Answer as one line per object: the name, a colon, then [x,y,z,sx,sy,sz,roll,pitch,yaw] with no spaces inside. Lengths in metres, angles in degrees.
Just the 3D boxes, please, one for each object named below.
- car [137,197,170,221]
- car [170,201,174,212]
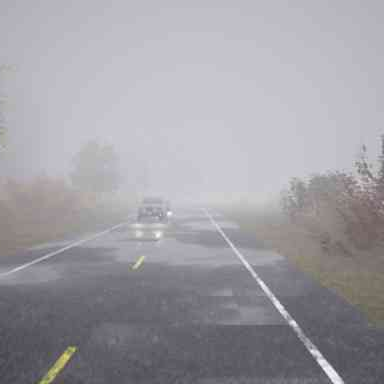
car: [-3.490,1.433,29.917,2.150,2.045,5.566,0,0,0]
car: [-3.486,1.870,43.746,1.837,1.490,4.892,0,0,0]
